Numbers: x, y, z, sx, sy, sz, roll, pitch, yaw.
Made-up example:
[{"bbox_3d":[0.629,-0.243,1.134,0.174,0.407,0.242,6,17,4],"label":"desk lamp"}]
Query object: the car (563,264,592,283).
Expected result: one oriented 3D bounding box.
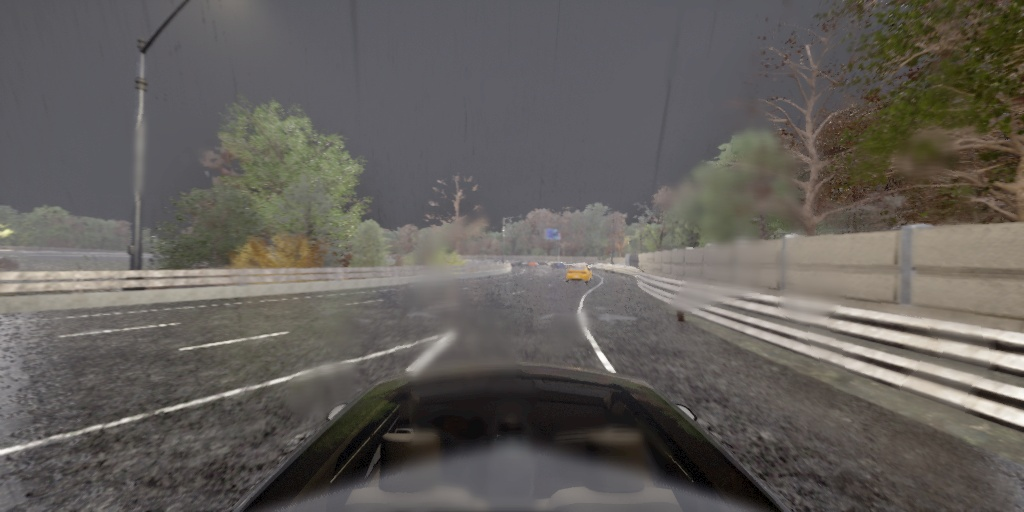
[{"bbox_3d":[6.191,1.609,32.836,1.882,1.535,5.008,1,0,17],"label":"car"}]
